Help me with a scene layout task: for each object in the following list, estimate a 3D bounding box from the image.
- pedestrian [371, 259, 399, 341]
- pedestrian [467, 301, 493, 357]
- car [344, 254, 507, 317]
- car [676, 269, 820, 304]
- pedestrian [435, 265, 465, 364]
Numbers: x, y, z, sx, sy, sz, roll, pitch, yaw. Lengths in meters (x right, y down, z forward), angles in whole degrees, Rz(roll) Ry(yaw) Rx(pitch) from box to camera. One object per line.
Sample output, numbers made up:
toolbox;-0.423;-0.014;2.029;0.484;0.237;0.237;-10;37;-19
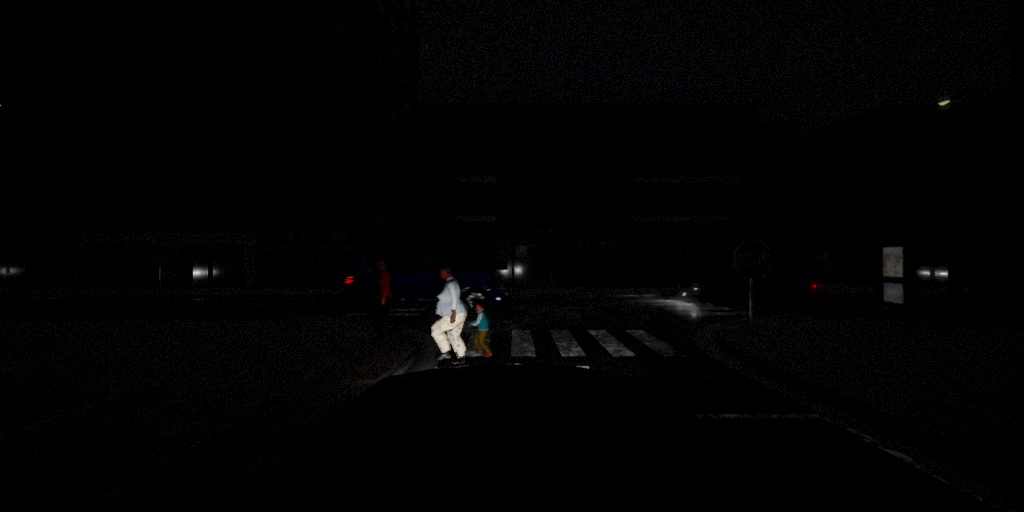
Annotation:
pedestrian;-2.752;0.890;7.714;0.375;1.860;0.375;0;0;0
pedestrian;-0.556;1.424;7.092;0.500;1.100;0.500;0;0;0
car;-2.965;0.964;12.715;5.566;2.045;2.150;0;0;0
car;10.207;1.283;15.692;5.357;1.411;2.033;0;0;0
pedestrian;-1.110;1.044;6.496;0.375;1.860;0.375;0;0;0
